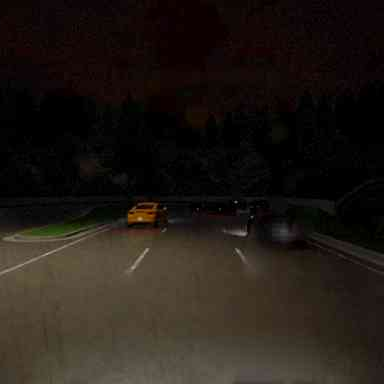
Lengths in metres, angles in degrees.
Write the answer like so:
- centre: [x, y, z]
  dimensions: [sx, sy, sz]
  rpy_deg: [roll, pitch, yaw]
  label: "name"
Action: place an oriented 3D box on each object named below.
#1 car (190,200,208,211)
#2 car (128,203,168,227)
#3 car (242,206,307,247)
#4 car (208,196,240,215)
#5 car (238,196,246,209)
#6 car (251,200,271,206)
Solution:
- centre: [1.250, 1.599, 39.655]
  dimensions: [1.895, 1.301, 4.718]
  rpy_deg: [0, 0, 16]
  label: "car"
- centre: [-2.893, 1.476, 22.652]
  dimensions: [1.882, 1.535, 5.008]
  rpy_deg: [0, 0, 5]
  label: "car"
- centre: [3.677, 1.563, 15.075]
  dimensions: [1.994, 1.385, 4.181]
  rpy_deg: [0, 0, 1]
  label: "car"
- centre: [3.334, 1.476, 34.028]
  dimensions: [1.882, 1.535, 5.008]
  rpy_deg: [0, 0, 16]
  label: "car"
- centre: [6.001, 1.350, 44.156]
  dimensions: [2.097, 1.767, 4.553]
  rpy_deg: [0, 0, 12]
  label: "car"
- centre: [7.426, 1.545, 35.889]
  dimensions: [2.033, 1.411, 5.357]
  rpy_deg: [0, 0, 17]
  label: "car"
